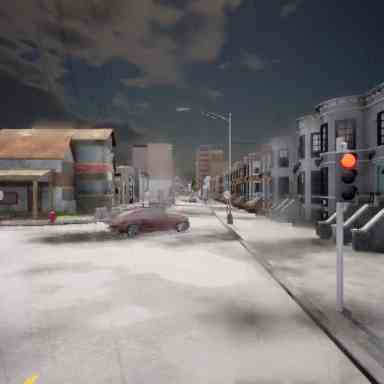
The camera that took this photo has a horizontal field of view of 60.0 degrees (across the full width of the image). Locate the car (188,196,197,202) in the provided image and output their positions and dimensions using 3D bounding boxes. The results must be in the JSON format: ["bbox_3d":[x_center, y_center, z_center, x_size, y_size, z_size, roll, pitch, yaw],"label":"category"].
[{"bbox_3d":[0.134,1.690,73.306,2.033,1.411,5.357,0,0,0],"label":"car"}]

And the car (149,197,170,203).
[{"bbox_3d":[-4.056,1.564,39.488,1.994,1.385,4.181,0,0,0],"label":"car"}]

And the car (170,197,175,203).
[{"bbox_3d":[-4.032,1.505,49.433,1.837,1.490,4.892,0,0,0],"label":"car"}]

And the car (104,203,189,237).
[{"bbox_3d":[-2.343,1.525,17.957,4.674,1.442,1.812,0,1,-34],"label":"car"}]

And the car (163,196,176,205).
[{"bbox_3d":[-3.983,1.547,59.882,2.033,1.411,5.357,0,0,1],"label":"car"}]
